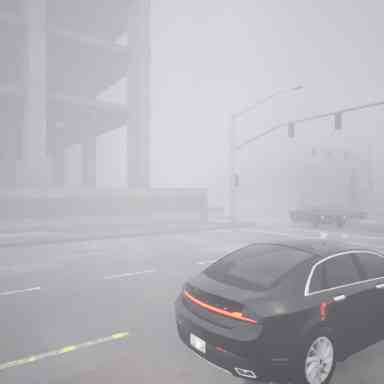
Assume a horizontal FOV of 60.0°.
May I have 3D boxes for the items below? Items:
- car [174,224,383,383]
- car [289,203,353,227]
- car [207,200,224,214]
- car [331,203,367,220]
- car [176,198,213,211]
[{"bbox_3d":[2.052,1.505,5.255,4.892,1.490,1.837,0,0,-35],"label":"car"},{"bbox_3d":[8.329,1.601,22.298,1.895,1.301,4.718,0,0,-7],"label":"car"},{"bbox_3d":[1.141,1.547,35.703,2.033,1.411,5.357,0,0,-36],"label":"car"},{"bbox_3d":[11.813,1.564,26.939,1.994,1.385,4.181,0,0,-36],"label":"car"},{"bbox_3d":[0.186,1.547,42.982,2.033,1.411,5.357,0,0,-36],"label":"car"}]
